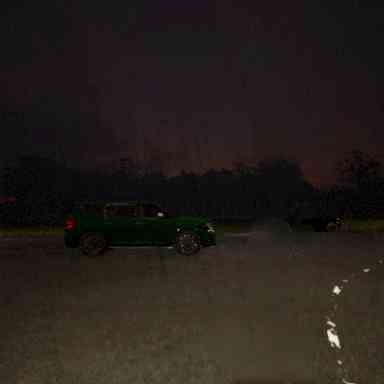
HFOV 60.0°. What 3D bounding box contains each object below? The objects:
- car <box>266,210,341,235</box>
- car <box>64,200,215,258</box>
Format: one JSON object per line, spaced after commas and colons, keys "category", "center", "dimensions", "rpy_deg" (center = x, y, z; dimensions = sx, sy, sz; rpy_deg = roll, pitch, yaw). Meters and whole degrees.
{"category": "car", "center": [6.507, 1.766, 19.728], "dimensions": [4.181, 1.385, 1.994], "rpy_deg": [-1, -4, -1]}
{"category": "car", "center": [-1.913, 1.340, 12.612], "dimensions": [5.566, 2.045, 2.150], "rpy_deg": [-1, -3, 0]}
